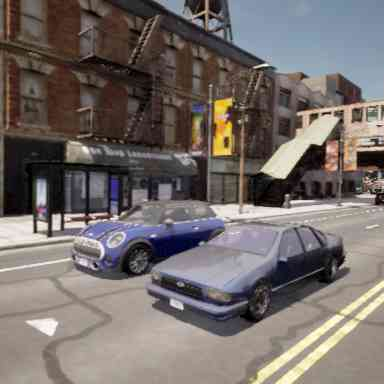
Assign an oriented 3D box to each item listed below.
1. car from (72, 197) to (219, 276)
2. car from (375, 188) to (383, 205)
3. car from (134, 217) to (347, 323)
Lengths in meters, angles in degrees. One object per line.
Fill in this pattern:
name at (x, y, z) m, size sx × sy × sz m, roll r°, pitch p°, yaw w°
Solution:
car at (-1.009, 1.050, 9.490) m, size 2.097 × 1.767 × 4.553 m, roll 3°, pitch 2°, yaw 44°
car at (23.636, 0.551, 39.678) m, size 2.435 × 2.045 × 5.566 m, roll 3°, pitch 2°, yaw 43°
car at (1.601, 1.363, 7.168) m, size 2.033 × 1.411 × 5.357 m, roll 3°, pitch 2°, yaw 43°
